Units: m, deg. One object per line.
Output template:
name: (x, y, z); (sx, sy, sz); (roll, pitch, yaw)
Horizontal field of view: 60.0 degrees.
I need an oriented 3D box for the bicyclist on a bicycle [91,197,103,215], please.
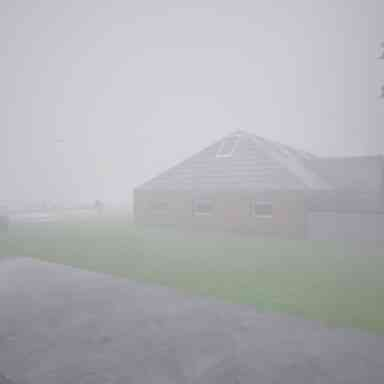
bicyclist on a bicycle: (-8.746, 1.321, 30.589); (1.656, 1.620, 0.582); (0, 0, 35)
